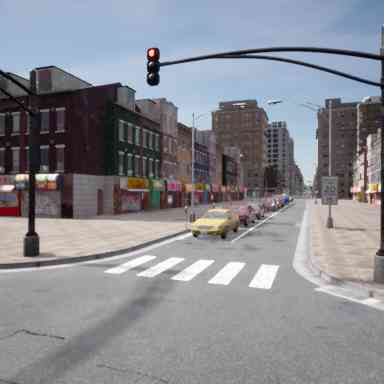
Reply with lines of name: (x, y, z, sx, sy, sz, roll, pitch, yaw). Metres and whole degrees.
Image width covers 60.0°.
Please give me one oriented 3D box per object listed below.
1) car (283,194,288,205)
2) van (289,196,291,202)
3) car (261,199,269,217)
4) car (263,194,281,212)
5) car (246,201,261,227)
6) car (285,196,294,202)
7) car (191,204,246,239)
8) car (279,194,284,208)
car: (12.552, 1.283, 49.211, 2.192, 1.841, 5.009, 1, 0, 19)
van: (16.271, 1.319, 59.787, 1.690, 1.788, 3.998, 1, 0, 19)
car: (5.110, 1.540, 28.061, 1.802, 1.307, 4.206, 1, 0, 19)
car: (8.831, 1.401, 38.636, 1.967, 1.590, 4.097, 1, 0, 19)
car: (3.250, 1.505, 22.772, 1.887, 1.381, 4.507, 1, 0, 19)
car: (23.709, 1.577, 80.940, 1.947, 1.339, 4.313, 1, 0, 19)
car: (1.334, 1.488, 17.325, 1.752, 1.417, 4.829, 1, 0, 19)
car: (10.691, 1.404, 43.923, 1.967, 1.590, 4.097, 1, 0, 19)
